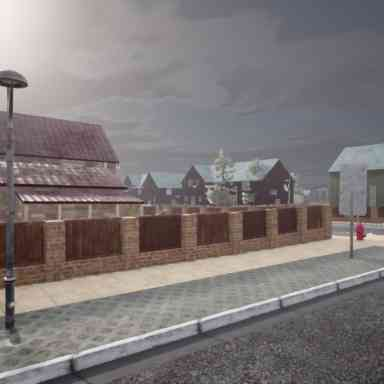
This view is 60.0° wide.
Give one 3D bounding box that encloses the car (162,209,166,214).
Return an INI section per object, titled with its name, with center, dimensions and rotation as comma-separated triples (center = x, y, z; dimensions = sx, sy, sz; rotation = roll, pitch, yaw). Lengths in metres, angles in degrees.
[car]
center = -1.427, 2.256, 35.527
dimensions = 2.128, 1.511, 4.902
rotation = 1, -2, -36
